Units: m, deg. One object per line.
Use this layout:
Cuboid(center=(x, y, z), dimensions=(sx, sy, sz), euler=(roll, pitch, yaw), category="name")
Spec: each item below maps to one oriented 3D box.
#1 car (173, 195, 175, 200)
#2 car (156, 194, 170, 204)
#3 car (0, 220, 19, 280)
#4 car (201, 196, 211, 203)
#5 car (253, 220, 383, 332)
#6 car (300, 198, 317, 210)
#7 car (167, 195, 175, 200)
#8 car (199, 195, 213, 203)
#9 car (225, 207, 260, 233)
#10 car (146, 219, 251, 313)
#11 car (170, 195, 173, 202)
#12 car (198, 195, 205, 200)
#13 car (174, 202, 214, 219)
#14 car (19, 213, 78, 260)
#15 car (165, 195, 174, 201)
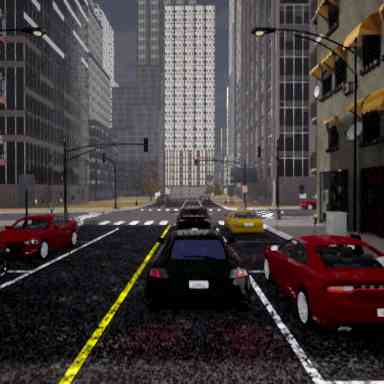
Cuboid(center=(-5.621, 1.274, 72.553), dimensions=(2.192, 1.841, 5.009), euler=(-1, 0, 0), category="car")
Cuboid(center=(-5.631, 1.509, 61.433), dimensions=(1.887, 1.381, 4.507), euler=(-1, 0, 0), category="car")
Cuboid(center=(-5.692, 1.435, 6.873), dimensions=(1.967, 1.590, 4.097), euler=(-1, 0, 0), category="car")
Cuboid(center=(2.755, 1.487, 67.152), dimensions=(1.752, 1.417, 4.829), euler=(-1, 0, 0), category="car")
Cuboid(center=(2.690, 1.540, 6.850), dimensions=(1.887, 1.381, 4.507), euler=(-1, 0, 0), category="car")
Cuboid(center=(14.292, 1.236, 37.009), dimensions=(4.507, 1.381, 1.887), euler=(-1, 1, 0), category="car")
Cuboid(center=(-5.601, 1.497, 89.230), dimensions=(1.887, 1.381, 4.507), euler=(-1, 0, 0), category="car")
Cuboid(center=(2.748, 1.405, 61.423), dimensions=(1.967, 1.590, 4.097), euler=(-1, 0, 0), category="car")
Cuboid(center=(2.701, 1.513, 18.067), dimensions=(1.752, 1.417, 4.829), euler=(-1, 0, 0), category="car")
Cuboid(center=(0.112, 1.559, 7.735), dimensions=(1.994, 1.385, 4.181), euler=(0, 0, 0), category="car")
Cuboid(center=(-5.627, 1.277, 66.993), dimensions=(2.192, 1.841, 5.009), euler=(-1, 0, 0), category="car")
Cuboid(center=(2.787, 1.531, 94.781), dimensions=(1.802, 1.307, 4.206), euler=(-1, 0, 0), category="car")
Cuboid(center=(0.096, 1.493, 17.719), dimensions=(1.837, 1.490, 4.892), euler=(0, 0, -1), category="car")
Cuboid(center=(-5.685, 1.536, 12.397), dimensions=(1.887, 1.381, 4.507), euler=(-1, 0, 0), category="car")
Cuboid(center=(-5.608, 1.480, 83.501), dimensions=(1.752, 1.417, 4.829), euler=(-1, 0, 0), category="car")
